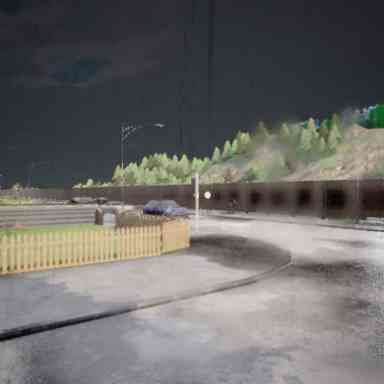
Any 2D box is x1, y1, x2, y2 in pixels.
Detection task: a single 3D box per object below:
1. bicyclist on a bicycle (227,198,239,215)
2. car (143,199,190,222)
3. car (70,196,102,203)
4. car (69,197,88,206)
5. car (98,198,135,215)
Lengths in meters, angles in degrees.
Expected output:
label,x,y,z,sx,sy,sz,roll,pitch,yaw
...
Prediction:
label,x,y,z,sx,sy,sz,roll,pitch,yaw
bicyclist on a bicycle,3.973,1.378,32.219,1.656,1.620,0.582,0,0,-36
car,-2.067,1.370,26.224,2.097,1.767,4.553,0,0,-36
car,-13.678,1.370,42.540,2.097,1.767,4.553,0,0,-35
car,-19.879,1.549,58.238,1.812,1.442,4.674,0,0,-36
car,-7.627,1.619,34.020,1.895,1.301,4.718,0,0,-35
